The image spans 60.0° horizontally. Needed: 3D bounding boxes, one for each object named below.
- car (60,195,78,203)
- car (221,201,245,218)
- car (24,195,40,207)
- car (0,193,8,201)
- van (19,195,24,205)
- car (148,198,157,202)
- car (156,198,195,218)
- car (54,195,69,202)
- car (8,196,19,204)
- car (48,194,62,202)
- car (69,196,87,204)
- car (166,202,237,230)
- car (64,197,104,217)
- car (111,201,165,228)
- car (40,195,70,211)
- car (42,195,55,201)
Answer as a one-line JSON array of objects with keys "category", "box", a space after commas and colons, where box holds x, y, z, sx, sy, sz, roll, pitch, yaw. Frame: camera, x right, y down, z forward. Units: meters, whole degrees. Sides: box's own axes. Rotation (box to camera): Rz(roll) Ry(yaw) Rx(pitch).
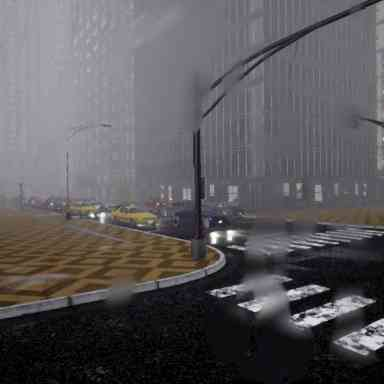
[{"category": "car", "box": [-23.577, 1.386, 63.745, 2.008, 1.369, 4.403, -1, 1, -36]}, {"category": "car", "box": [2.495, 1.455, 27.736, 2.008, 1.369, 4.403, -1, 1, -36]}, {"category": "car", "box": [-23.482, 1.411, 50.120, 1.967, 1.590, 4.097, -1, 1, -36]}, {"category": "car", "box": [-46.202, 1.450, 81.694, 1.887, 1.381, 4.507, -1, 1, -36]}, {"category": "van", "box": [-26.729, 1.303, 54.630, 1.690, 1.788, 3.998, -1, 1, -36]}, {"category": "car", "box": [-5.024, 1.527, 28.692, 2.033, 1.411, 5.357, -1, 1, -36]}, {"category": "car", "box": [-0.731, 1.445, 27.745, 1.837, 1.490, 4.892, -1, 1, -36]}, {"category": "car", "box": [-26.823, 1.407, 68.255, 1.802, 1.307, 4.206, -1, 1, -36]}, {"category": "car", "box": [-33.219, 1.494, 63.653, 2.008, 1.369, 4.403, -1, 1, -36]}, {"category": "car", "box": [-30.070, 1.256, 72.765, 1.967, 1.590, 4.097, -1, 1, -36]}, {"category": "car", "box": [-20.331, 1.389, 59.234, 1.887, 1.381, 4.507, -1, 1, -36]}, {"category": "car", "box": [0.489, 1.558, 21.031, 1.994, 1.385, 4.181, -1, 1, -36]}, {"category": "car", "box": [-10.448, 1.533, 31.908, 1.752, 1.417, 4.829, -1, 1, -36]}, {"category": "car", "box": [-4.012, 1.552, 22.844, 1.752, 1.417, 4.829, -1, 1, -36]}, {"category": "car", "box": [-16.991, 1.429, 41.099, 1.967, 1.590, 4.097, -1, 1, -36]}, {"category": "car", "box": [-33.415, 1.332, 77.414, 1.752, 1.417, 4.829, -1, 1, -36]}]
